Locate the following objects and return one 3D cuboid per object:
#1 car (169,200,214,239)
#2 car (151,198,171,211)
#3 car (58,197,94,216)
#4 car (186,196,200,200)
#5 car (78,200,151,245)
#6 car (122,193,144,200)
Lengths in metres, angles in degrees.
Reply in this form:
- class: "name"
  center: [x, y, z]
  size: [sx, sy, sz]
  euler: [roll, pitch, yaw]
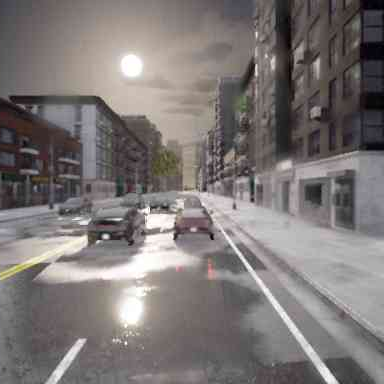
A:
- class: "car"
  center: [0.076, 1.349, 16.040]
  size: [1.812, 1.442, 4.674]
  euler: [0, 1, 0]
- class: "car"
  center: [-3.179, 1.225, 34.219]
  size: [1.895, 1.301, 4.718]
  euler: [0, 1, 0]
- class: "car"
  center: [-9.857, 1.194, 28.599]
  size: [1.837, 1.490, 4.892]
  euler: [0, 1, 0]
- class: "car"
  center: [0.075, 1.159, 35.113]
  size: [2.033, 1.411, 5.357]
  euler: [0, 1, 0]
- class: "car"
  center: [-3.179, 1.348, 14.704]
  size: [1.837, 1.490, 4.892]
  euler: [0, 1, 0]
- class: "car"
  center: [-6.585, 0.946, 37.105]
  size: [2.097, 1.767, 4.553]
  euler: [0, 1, 0]
